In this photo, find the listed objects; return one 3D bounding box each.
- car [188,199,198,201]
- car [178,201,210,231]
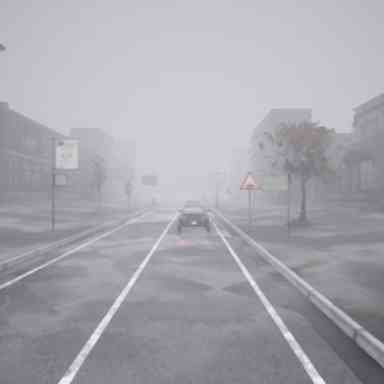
[{"bbox_3d":[0.105,1.504,38.339,1.994,1.385,4.181,0,0,0],"label":"car"},{"bbox_3d":[0.115,1.497,20.327,1.812,1.442,4.674,0,0,0],"label":"car"}]
